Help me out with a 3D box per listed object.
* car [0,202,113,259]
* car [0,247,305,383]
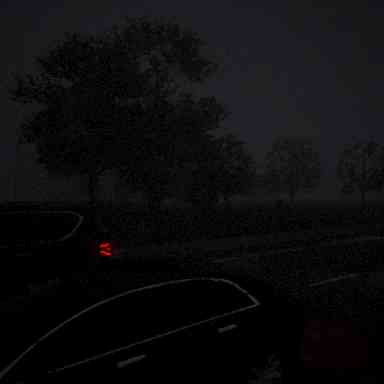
[{"bbox_3d":[-4.036,1.218,5.382,5.566,2.045,2.150,0,0,-35],"label":"car"},{"bbox_3d":[-0.917,1.503,3.288,4.892,1.490,1.837,0,0,-35],"label":"car"}]
